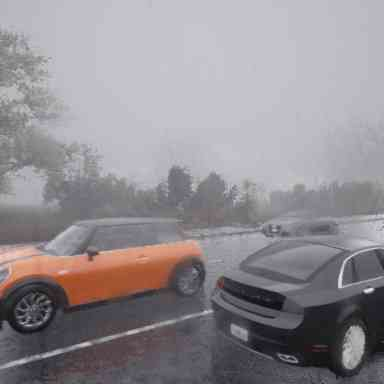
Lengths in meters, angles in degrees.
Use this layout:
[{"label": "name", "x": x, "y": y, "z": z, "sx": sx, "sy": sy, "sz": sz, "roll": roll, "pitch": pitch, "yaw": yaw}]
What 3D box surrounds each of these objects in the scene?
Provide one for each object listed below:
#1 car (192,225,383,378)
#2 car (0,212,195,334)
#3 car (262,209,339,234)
[{"label": "car", "x": 2.564, "y": 1.506, "z": 5.574, "sx": 4.892, "sy": 1.490, "sz": 1.837, "roll": 0, "pitch": 0, "yaw": -36}, {"label": "car", "x": -1.957, "y": 1.353, "z": 6.896, "sx": 4.553, "sy": 1.767, "sz": 2.097, "roll": 0, "pitch": 0, "yaw": -36}, {"label": "car", "x": 5.408, "y": 1.566, "z": 16.457, "sx": 4.181, "sy": 1.385, "sz": 1.994, "roll": 0, "pitch": 0, "yaw": -36}]
